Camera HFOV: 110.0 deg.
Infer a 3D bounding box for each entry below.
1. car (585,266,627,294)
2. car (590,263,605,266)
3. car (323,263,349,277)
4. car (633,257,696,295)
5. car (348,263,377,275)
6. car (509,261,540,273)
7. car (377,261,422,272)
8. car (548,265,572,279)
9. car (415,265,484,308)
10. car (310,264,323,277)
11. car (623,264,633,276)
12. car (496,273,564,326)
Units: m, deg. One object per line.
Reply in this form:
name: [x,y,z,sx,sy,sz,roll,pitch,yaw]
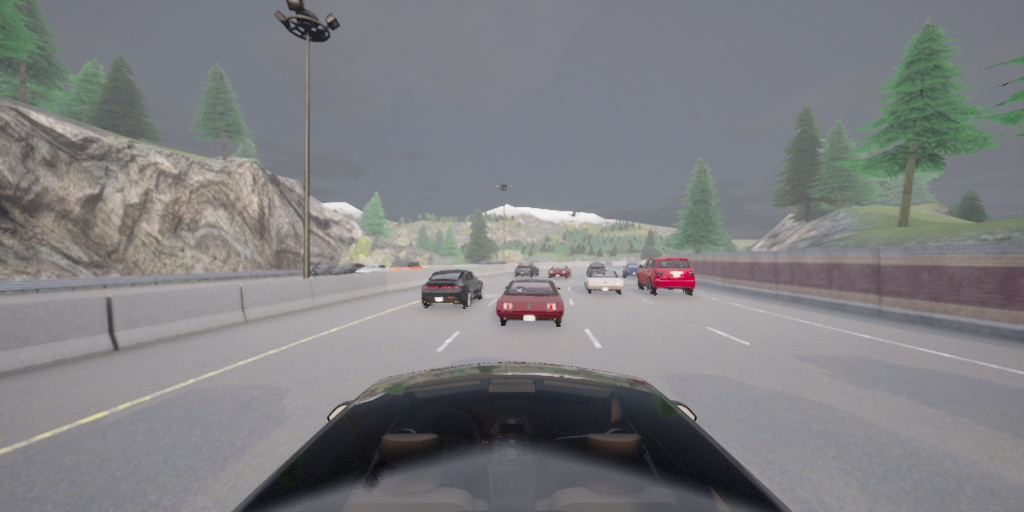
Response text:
car: [5.339,1.480,21.319,1.895,1.301,4.718,0,0,9]
car: [8.659,1.483,36.351,1.837,1.490,4.892,0,-1,15]
car: [-16.660,1.480,36.984,1.837,1.490,4.892,0,0,14]
car: [8.820,1.102,20.897,2.150,2.045,5.566,0,0,9]
car: [-13.495,1.489,35.175,1.812,1.442,4.674,0,0,13]
car: [1.617,1.472,37.102,2.128,1.511,4.902,0,0,15]
car: [-10.197,1.308,33.855,2.097,1.767,4.553,0,0,13]
car: [4.908,1.576,35.991,1.895,1.301,4.718,0,0,15]
car: [-2.457,1.348,15.747,1.837,1.490,4.892,0,0,6]
car: [-19.870,1.547,38.544,1.994,1.385,4.181,0,0,14]
car: [12.290,1.506,36.362,1.812,1.442,4.674,0,0,16]
car: [0.680,1.418,11.982,1.895,1.301,4.718,0,0,5]
